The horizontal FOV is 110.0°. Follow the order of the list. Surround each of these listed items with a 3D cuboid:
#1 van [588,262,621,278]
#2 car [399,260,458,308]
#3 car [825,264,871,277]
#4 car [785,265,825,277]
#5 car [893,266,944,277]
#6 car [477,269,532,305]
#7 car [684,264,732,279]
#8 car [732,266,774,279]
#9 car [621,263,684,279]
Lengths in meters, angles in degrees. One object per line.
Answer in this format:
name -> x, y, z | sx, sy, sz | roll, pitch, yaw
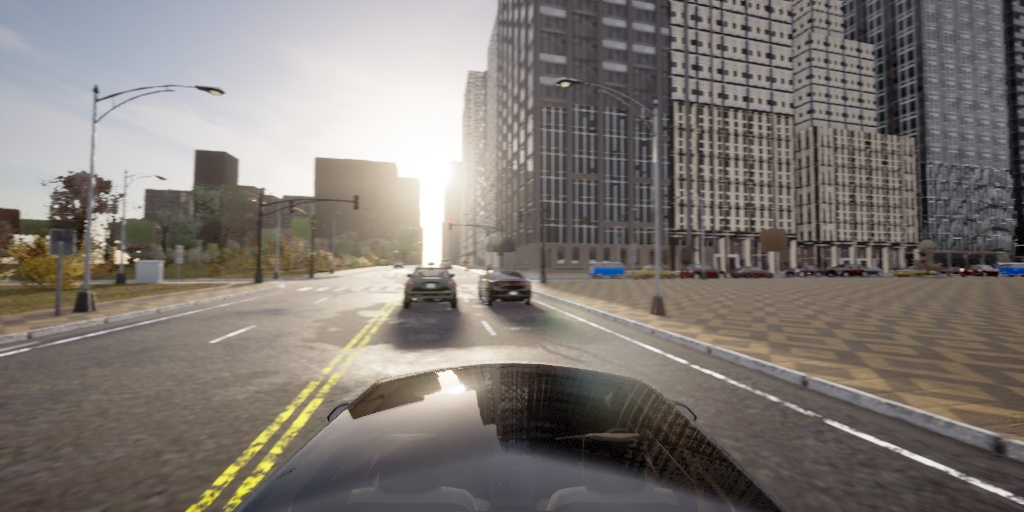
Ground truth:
van -> 10.604, 1.592, 40.289 | 3.998, 1.789, 1.690 | 0, 0, -13
car -> -3.559, 1.184, 15.783 | 2.097, 1.767, 4.553 | 1, -1, -12
car -> 41.643, 1.763, 44.891 | 4.553, 1.767, 2.097 | 0, -2, -13
car -> 37.819, 1.920, 46.734 | 4.097, 1.591, 1.967 | 0, 0, -13
car -> 45.336, 1.770, 40.259 | 4.829, 1.417, 1.751 | 0, 0, -13
car -> -0.473, 1.357, 16.884 | 1.882, 1.535, 5.008 | 1, 0, -12
car -> 17.998, 1.453, 33.798 | 4.097, 1.591, 1.967 | 0, 0, -13
car -> 23.432, 1.640, 35.085 | 4.207, 1.307, 1.802 | 0, 0, -13
car -> 12.729, 1.494, 32.550 | 4.829, 1.417, 1.751 | 0, 0, -13
